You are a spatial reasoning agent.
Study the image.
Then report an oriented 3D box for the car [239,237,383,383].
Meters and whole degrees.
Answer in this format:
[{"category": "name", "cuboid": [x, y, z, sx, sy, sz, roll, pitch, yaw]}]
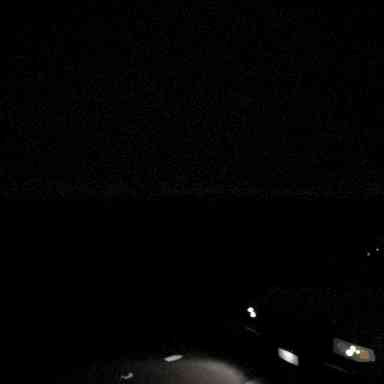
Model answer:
[{"category": "car", "cuboid": [3.260, 1.506, 5.454, 5.357, 1.411, 2.033, -1, 0, -36]}]
